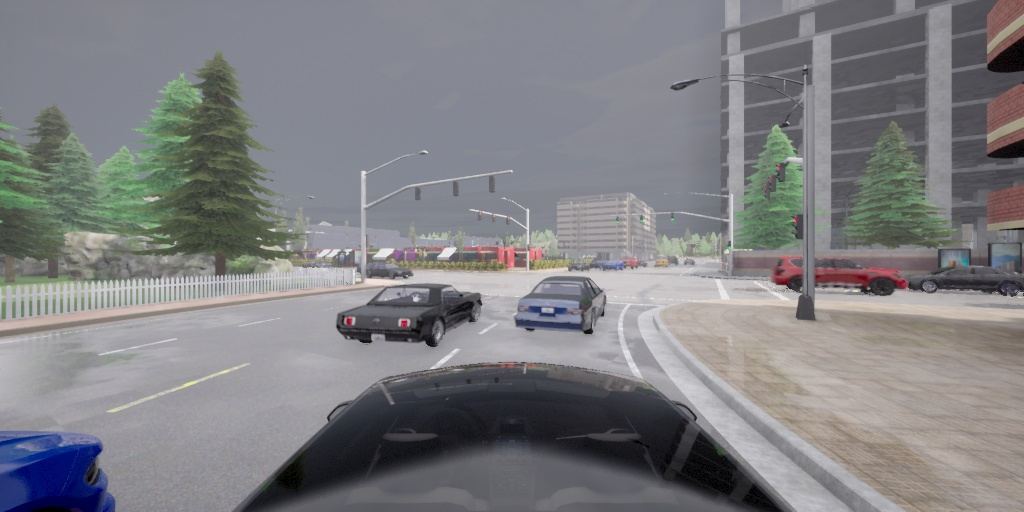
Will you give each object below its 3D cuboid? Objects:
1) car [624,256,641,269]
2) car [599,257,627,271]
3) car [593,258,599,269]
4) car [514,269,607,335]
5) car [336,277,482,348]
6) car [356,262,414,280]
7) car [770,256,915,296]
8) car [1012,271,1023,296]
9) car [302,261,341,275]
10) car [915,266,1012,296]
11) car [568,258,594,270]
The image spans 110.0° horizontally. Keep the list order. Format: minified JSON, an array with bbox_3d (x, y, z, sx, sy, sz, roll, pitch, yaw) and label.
[{"bbox_3d":[18.630,0.972,57.287,2.150,2.045,5.566,0,0,30],"label":"car"},{"bbox_3d":[13.866,1.227,48.905,1.882,1.535,5.008,0,0,30],"label":"car"},{"bbox_3d":[13.183,1.351,54.794,1.895,1.301,4.718,0,0,30],"label":"car"},{"bbox_3d":[1.678,1.298,10.648,2.033,1.411,5.357,0,0,20],"label":"car"},{"bbox_3d":[-2.238,1.351,9.365,1.895,1.301,4.718,0,0,11],"label":"car"},{"bbox_3d":[-11.469,1.353,32.669,5.357,1.411,2.033,0,0,30],"label":"car"},{"bbox_3d":[17.741,1.030,19.901,5.566,2.045,2.150,0,0,30],"label":"car"},{"bbox_3d":[22.773,1.283,12.966,5.008,1.535,1.882,0,0,30],"label":"car"},{"bbox_3d":[-19.932,1.296,37.539,4.902,1.511,2.128,0,0,30],"label":"car"},{"bbox_3d":[24.964,1.310,20.013,4.892,1.490,1.837,0,0,30],"label":"car"},{"bbox_3d":[8.865,1.314,47.172,1.994,1.385,4.181,0,0,29],"label":"car"}]
